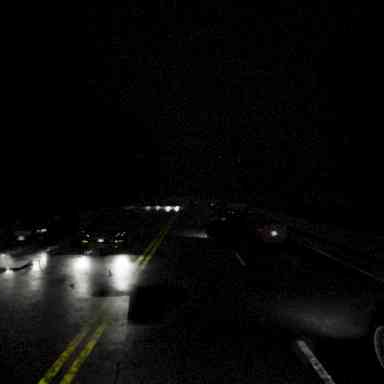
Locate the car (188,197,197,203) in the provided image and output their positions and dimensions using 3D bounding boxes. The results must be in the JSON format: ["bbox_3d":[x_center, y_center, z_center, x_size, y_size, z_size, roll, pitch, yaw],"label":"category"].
[{"bbox_3d":[0.032,1.835,77.747,2.033,1.411,5.357,0,0,0],"label":"car"}]

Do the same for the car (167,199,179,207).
[{"bbox_3d":[-3.277,1.800,57.131,1.895,1.301,4.718,0,0,1],"label":"car"}]

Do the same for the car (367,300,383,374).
[{"bbox_3d":[3.251,1.531,2.504,1.812,1.442,4.674,0,0,0],"label":"car"}]

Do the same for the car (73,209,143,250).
[{"bbox_3d":[-3.344,1.536,14.628,1.837,1.490,4.892,0,0,0],"label":"car"}]

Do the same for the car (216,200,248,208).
[{"bbox_3d":[3.260,1.563,24.535,2.163,1.488,4.792,0,0,0],"label":"car"}]

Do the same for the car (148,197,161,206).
[{"bbox_3d":[-6.524,1.680,57.755,1.882,1.535,5.008,0,0,1],"label":"car"}]

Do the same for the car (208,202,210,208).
[{"bbox_3d":[3.269,1.741,46.537,1.895,1.301,4.718,0,0,0],"label":"car"}]

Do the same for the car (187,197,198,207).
[{"bbox_3d":[0.026,1.735,55.014,2.033,1.411,5.357,0,0,0],"label":"car"}]

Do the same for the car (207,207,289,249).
[{"bbox_3d":[2.341,1.596,14.862,1.994,1.385,4.181,0,0,-26],"label":"car"}]

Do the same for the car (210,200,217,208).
[{"bbox_3d":[3.265,1.658,35.506,1.994,1.385,4.181,0,0,0],"label":"car"}]

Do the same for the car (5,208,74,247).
[{"bbox_3d":[-6.594,1.524,15.287,2.128,1.511,4.902,0,0,0],"label":"car"}]
